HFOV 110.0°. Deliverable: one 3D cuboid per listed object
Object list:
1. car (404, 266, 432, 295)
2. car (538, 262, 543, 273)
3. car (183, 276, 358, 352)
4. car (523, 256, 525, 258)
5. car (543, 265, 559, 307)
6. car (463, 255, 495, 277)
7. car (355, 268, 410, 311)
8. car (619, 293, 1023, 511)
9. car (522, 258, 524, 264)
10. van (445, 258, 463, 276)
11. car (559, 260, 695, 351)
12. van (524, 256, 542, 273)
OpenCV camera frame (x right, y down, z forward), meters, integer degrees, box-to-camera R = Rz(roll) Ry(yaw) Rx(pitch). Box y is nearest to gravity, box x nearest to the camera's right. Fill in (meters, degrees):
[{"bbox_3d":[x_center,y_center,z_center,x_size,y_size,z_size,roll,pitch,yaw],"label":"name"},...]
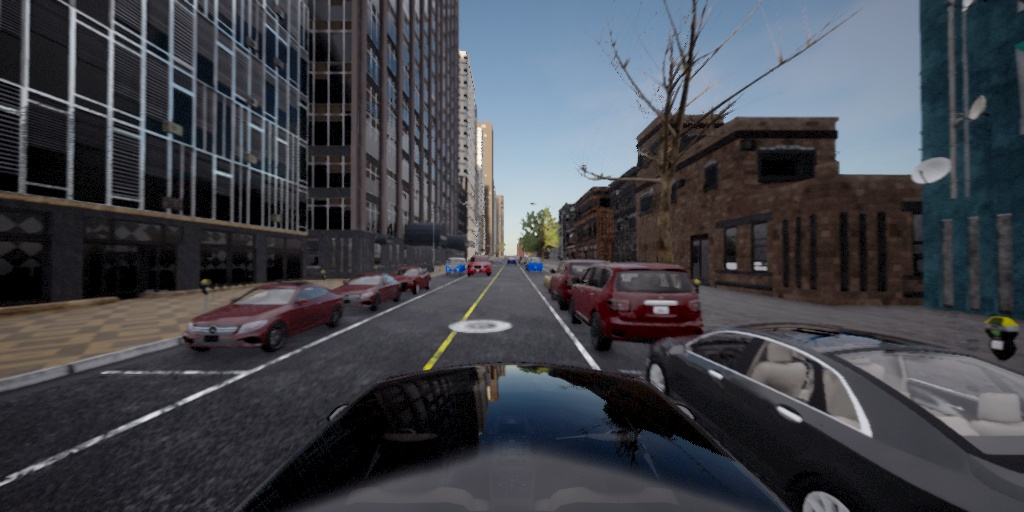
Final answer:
[{"bbox_3d":[-5.705,1.288,19.975,1.888,1.381,4.507,0,0,0],"label":"car"},{"bbox_3d":[2.676,1.267,20.153,1.751,1.417,4.829,0,0,0],"label":"car"},{"bbox_3d":[-5.695,1.331,8.879,1.802,1.307,4.207,0,0,0],"label":"car"},{"bbox_3d":[2.951,1.197,58.198,1.837,1.490,4.892,0,0,0],"label":"car"},{"bbox_3d":[2.681,1.060,14.436,2.192,1.841,5.009,0,0,0],"label":"car"},{"bbox_3d":[-3.125,0.947,35.497,2.150,2.045,5.566,0,0,0],"label":"car"},{"bbox_3d":[-5.700,1.328,14.428,1.802,1.307,4.207,0,0,0],"label":"car"},{"bbox_3d":[2.691,1.300,3.341,2.007,1.370,4.403,0,0,0],"label":"car"},{"bbox_3d":[2.651,1.274,47.716,1.948,1.339,4.313,0,0,0],"label":"car"},{"bbox_3d":[-5.719,1.065,36.615,1.690,1.789,3.998,0,0,0],"label":"van"},{"bbox_3d":[2.686,1.063,8.887,2.192,1.841,5.009,0,0,0],"label":"car"},{"bbox_3d":[2.656,1.057,42.169,1.690,1.789,3.998,0,0,0],"label":"van"}]
